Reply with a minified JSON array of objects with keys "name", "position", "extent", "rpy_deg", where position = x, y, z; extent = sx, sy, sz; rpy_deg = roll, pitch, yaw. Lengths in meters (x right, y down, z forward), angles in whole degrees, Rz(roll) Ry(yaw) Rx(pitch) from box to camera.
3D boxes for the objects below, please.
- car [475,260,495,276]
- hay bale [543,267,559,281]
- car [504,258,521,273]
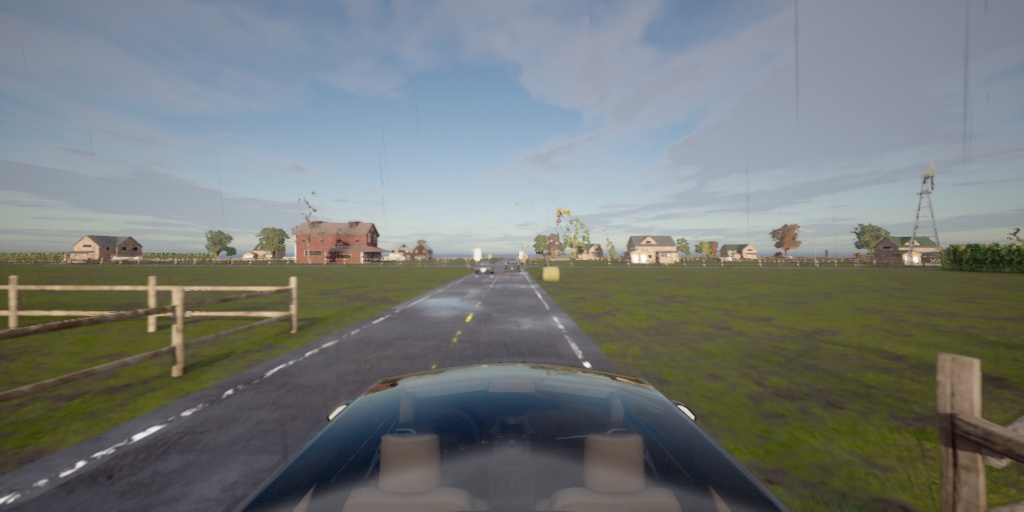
[{"name":"car","position":[-2.831,1.225,37.908],"extent":[2.128,1.511,4.902],"rpy_deg":[0,0,0]},{"name":"hay bale","position":[3.129,1.394,28.948],"extent":[1.220,1.180,1.240],"rpy_deg":[0,0,0]},{"name":"car","position":[0.062,1.220,43.101],"extent":[2.128,1.511,4.902],"rpy_deg":[0,0,0]}]
